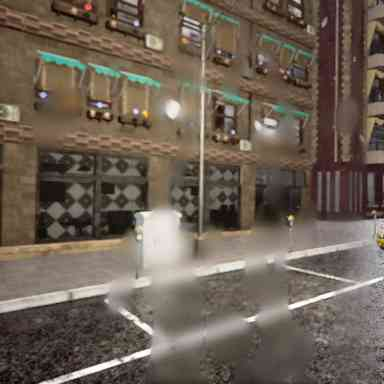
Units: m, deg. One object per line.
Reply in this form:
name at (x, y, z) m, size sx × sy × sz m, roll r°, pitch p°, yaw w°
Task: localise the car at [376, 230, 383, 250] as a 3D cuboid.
car at (8.953, 1.513, 12.942) m, size 4.829 × 1.417 × 1.752 m, roll 0°, pitch 1°, yaw -36°
